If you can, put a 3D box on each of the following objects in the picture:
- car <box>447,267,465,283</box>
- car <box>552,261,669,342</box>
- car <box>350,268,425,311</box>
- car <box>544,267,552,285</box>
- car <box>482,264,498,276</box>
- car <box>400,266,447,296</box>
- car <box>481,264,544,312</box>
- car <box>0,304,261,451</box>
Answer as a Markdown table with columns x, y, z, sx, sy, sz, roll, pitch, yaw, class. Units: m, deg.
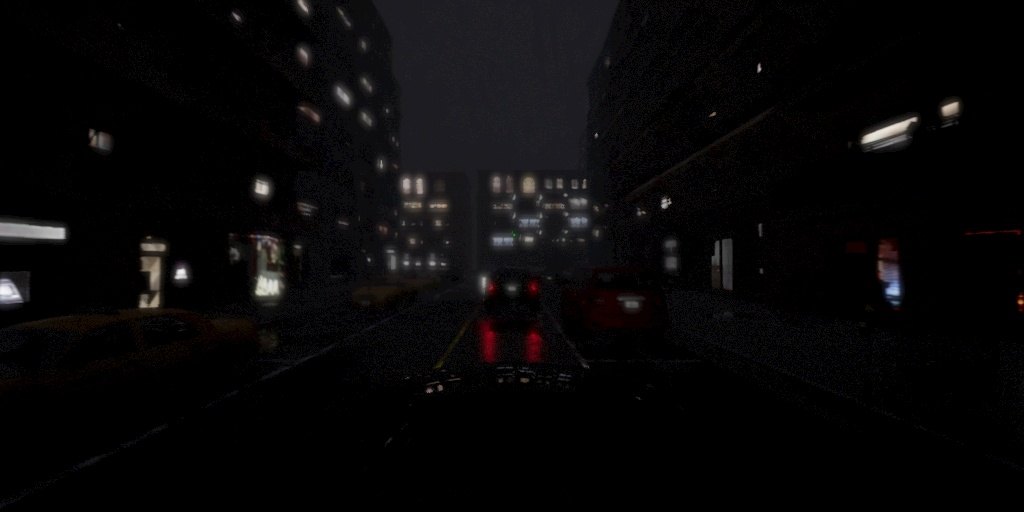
| x | y | z | sx | sy | sz | roll | pitch | yaw | class |
| --- | --- | --- | --- | --- | --- | --- | --- | --- | --- |
| -5.281 | 1.658 | 32.278 | 1.948 | 1.339 | 4.313 | 0 | 0 | 0 | car |
| 2.567 | 1.154 | 10.050 | 2.192 | 1.841 | 5.009 | 0 | 0 | 0 | car |
| -5.304 | 1.425 | 15.416 | 1.751 | 1.417 | 4.829 | 0 | 0 | 0 | car |
| 2.567 | 1.592 | 26.738 | 1.948 | 1.339 | 4.313 | 0 | 0 | 0 | car |
| -2.771 | 1.787 | 46.280 | 1.812 | 1.442 | 4.674 | 0 | -1 | 0 | car |
| -5.294 | 1.488 | 20.980 | 1.751 | 1.417 | 4.829 | 0 | 0 | 0 | car |
| 0.023 | 1.248 | 15.289 | 2.097 | 1.767 | 4.553 | 0 | -1 | 0 | car |
| -5.320 | 1.304 | 4.290 | 1.751 | 1.417 | 4.829 | 0 | 0 | 0 | car |
